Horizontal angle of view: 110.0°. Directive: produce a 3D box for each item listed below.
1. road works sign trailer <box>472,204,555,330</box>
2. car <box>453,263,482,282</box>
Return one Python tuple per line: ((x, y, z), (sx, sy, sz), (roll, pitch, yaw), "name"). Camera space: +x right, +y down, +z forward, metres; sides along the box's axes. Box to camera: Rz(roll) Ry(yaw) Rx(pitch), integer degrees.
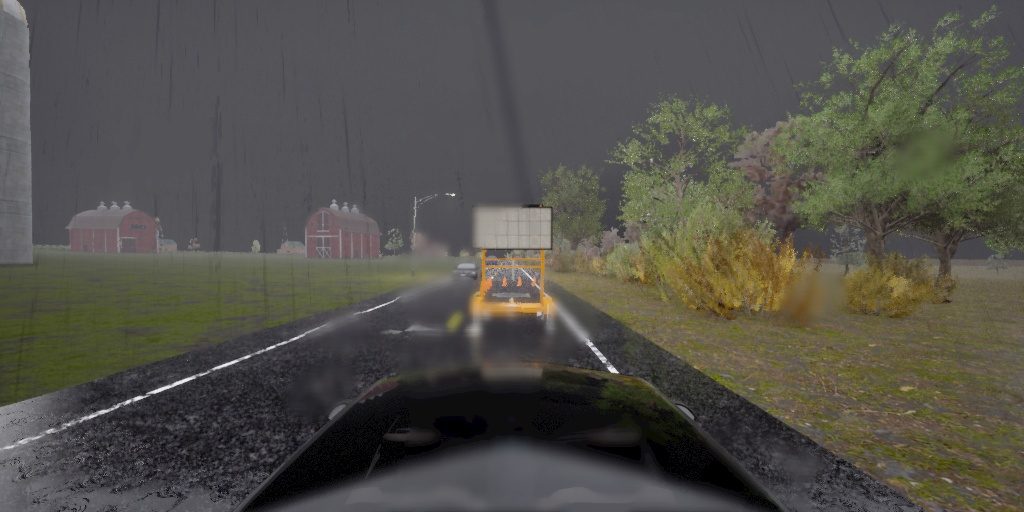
((0.037, 0.213, 11.122), (2.380, 3.560, 2.880), (0, 0, 0), "road works sign trailer")
((-3.637, 1.273, 29.564), (1.812, 1.442, 4.674), (0, 0, 0), "car")
